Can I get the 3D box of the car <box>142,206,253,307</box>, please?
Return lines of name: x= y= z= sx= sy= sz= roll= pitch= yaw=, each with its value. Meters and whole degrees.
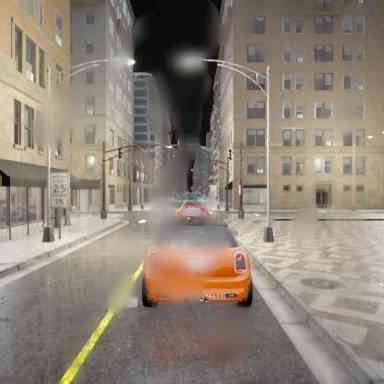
car: x=0.095 y=1.352 z=8.133 sx=2.097 sy=1.767 sz=4.553 roll=0 pitch=0 yaw=0

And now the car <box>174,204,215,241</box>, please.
car: x=0.098 y=1.477 z=17.734 sx=1.882 sy=1.535 sz=5.008 roll=0 pitch=0 yaw=0
